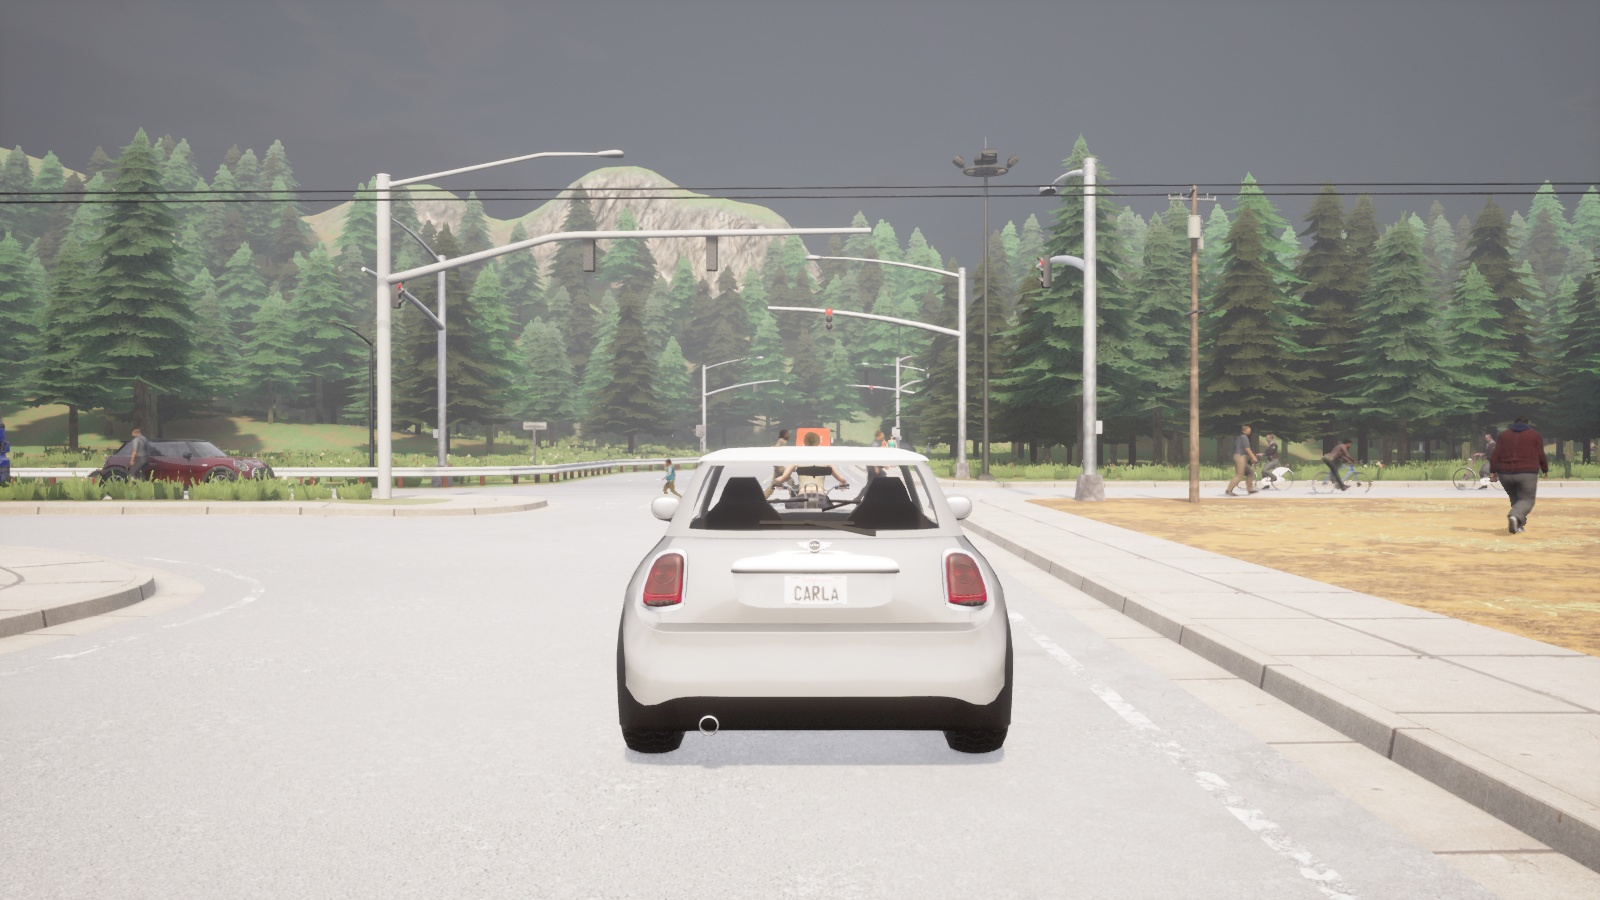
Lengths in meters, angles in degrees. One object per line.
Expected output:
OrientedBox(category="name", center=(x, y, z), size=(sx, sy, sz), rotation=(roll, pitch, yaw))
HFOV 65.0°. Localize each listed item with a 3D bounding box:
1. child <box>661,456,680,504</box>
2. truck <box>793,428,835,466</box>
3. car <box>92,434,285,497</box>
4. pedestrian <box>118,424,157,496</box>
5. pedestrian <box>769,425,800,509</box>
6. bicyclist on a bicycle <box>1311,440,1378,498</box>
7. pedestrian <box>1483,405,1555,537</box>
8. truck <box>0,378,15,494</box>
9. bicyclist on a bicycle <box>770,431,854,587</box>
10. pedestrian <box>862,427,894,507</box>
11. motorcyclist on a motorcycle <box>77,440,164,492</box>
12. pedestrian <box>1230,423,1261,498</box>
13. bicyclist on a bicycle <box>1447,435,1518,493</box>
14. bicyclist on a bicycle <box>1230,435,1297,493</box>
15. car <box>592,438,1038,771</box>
OrientedBox(category="child", center=(-3.269, 0.752, 31.708), size=(0.448, 1.192, 0.343), rotation=(0, 0, -1))
OrientedBox(category="truck", center=(0.965, -0.210, 83.654), size=(2.627, 2.467, 5.204), rotation=(0, 0, 2))
OrientedBox(category="car", center=(-17.662, 0.430, 36.426), size=(4.553, 1.767, 2.097), rotation=(0, 0, 1))
OrientedBox(category="pedestrian", center=(-17.024, 0.250, 32.276), size=(0.694, 1.848, 0.540), rotation=(0, 0, 6))
OrientedBox(category="pedestrian", center=(-0.354, 0.388, 28.867), size=(0.692, 1.930, 0.396), rotation=(0, 0, -4))
OrientedBox(category="bicyclist on a bicycle", center=(15.420, 0.526, 35.584), size=(1.656, 1.620, 0.582), rotation=(0, 0, 2))
OrientedBox(category="pedestrian", center=(10.378, 0.295, 18.130), size=(0.899, 1.844, 0.634), rotation=(0, 0, -40))
OrientedBox(category="truck", center=(-27.785, -0.411, 36.683), size=(7.936, 3.462, 2.891), rotation=(0, 0, 1))
OrientedBox(category="bicyclist on a bicycle", center=(0.123, 0.607, 13.751), size=(0.866, 1.612, 1.509), rotation=(0, 0, 0))
OrientedBox(category="pedestrian", center=(1.797, 0.387, 28.962), size=(0.694, 1.848, 0.540), rotation=(0, 0, -2))
OrientedBox(category="motorcyclist on a motorcycle", center=(-21.639, 0.502, 40.022), size=(2.350, 1.649, 0.766), rotation=(0, 0, 2))
OrientedBox(category="pedestrian", center=(11.041, 0.248, 31.142), size=(0.694, 1.848, 0.540), rotation=(0, 0, 15))
OrientedBox(category="bicyclist on a bicycle", center=(21.146, 0.425, 38.926), size=(1.843, 1.776, 0.659), rotation=(0, 0, 1))
OrientedBox(category="bicyclist on a bicycle", center=(14.425, 0.424, 39.100), size=(1.843, 1.776, 0.659), rotation=(0, 0, 1))
OrientedBox(category="car", center=(0.070, 0.672, 7.459), size=(1.970, 1.475, 3.806), rotation=(0, 0, 0))
